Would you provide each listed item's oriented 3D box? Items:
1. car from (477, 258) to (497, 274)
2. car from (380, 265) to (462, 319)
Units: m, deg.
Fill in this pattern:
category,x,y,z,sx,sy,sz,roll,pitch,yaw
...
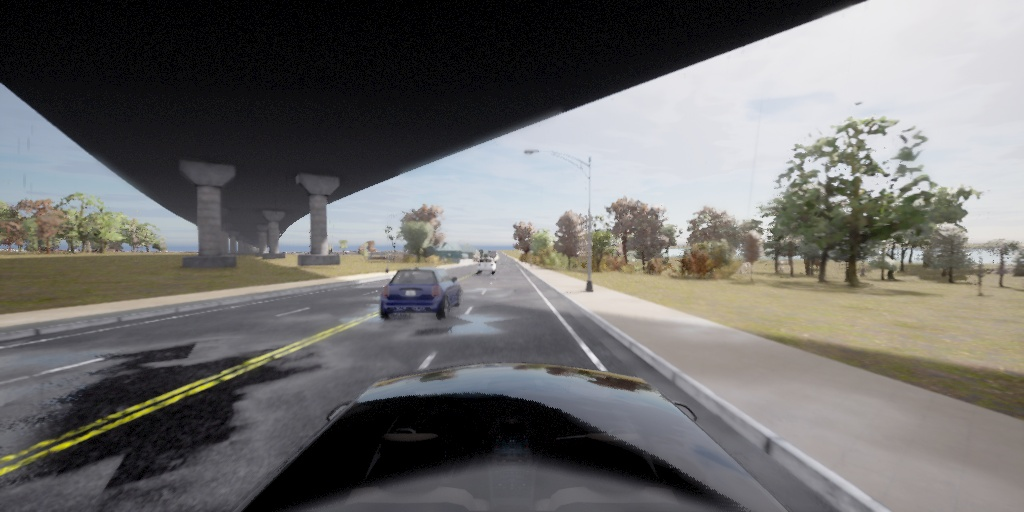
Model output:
category,x,y,z,sx,sy,sz,roll,pitch,yaw
car,-3.210,1.266,45.896,2.150,2.045,5.566,0,0,0
car,-3.163,1.180,13.304,2.097,1.767,4.553,0,0,0
